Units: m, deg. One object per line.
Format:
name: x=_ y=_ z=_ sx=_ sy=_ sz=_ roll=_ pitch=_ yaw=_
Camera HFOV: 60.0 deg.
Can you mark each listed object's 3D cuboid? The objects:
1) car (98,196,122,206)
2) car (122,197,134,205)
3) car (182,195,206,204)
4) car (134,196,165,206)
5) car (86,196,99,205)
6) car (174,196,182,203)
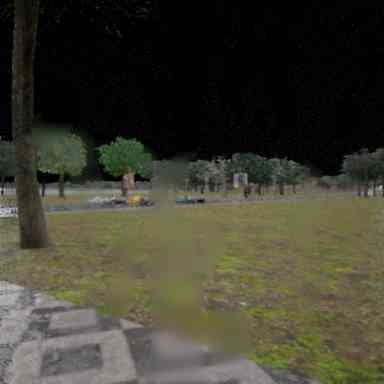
car: x=-12.651 y=1.470 z=55.048 sx=1.812 sy=1.442 sz=4.674 roll=0 pitch=0 yaw=36
car: x=-8.611 y=1.441 z=54.916 sx=1.882 sy=1.535 sz=5.008 roll=0 pitch=0 yaw=36
car: x=0.817 y=1.334 z=62.494 sx=2.097 sy=1.767 sz=4.553 roll=0 pitch=0 yaw=36
car: x=-6.344 y=1.490 z=52.513 sx=1.837 sy=1.490 sz=4.892 roll=0 pitch=1 yaw=36
car: x=-15.673 y=1.451 z=56.399 sx=1.812 sy=1.442 sz=4.674 roll=0 pitch=0 yaw=36
car: x=-1.317 y=1.510 z=65.093 sx=2.033 sy=1.411 sz=5.357 roll=0 pitch=0 yaw=36
